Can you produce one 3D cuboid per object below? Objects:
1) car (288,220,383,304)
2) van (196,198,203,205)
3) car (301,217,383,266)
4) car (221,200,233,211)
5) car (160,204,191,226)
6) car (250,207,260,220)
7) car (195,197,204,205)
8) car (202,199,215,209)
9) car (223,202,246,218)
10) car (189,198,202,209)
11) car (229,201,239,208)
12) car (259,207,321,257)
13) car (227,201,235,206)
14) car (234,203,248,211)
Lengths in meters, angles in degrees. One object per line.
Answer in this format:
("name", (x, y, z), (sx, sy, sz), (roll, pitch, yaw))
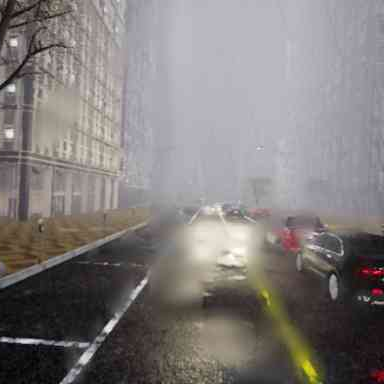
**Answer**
("car", (4.147, 1.793, 8.784), (1.837, 1.490, 4.892), (3, -1, 3))
("van", (1.899, 2.459, 88.014), (1.690, 1.788, 3.998), (2, -1, 3))
("car", (6.319, 1.977, 14.509), (1.752, 1.417, 4.829), (2, -1, 3))
("car", (5.746, 2.455, 53.753), (1.994, 1.385, 4.181), (2, -1, 3))
("car", (-1.445, 1.800, 26.052), (2.008, 1.369, 4.403), (2, -1, 3))
("car", (7.523, 2.315, 36.876), (1.887, 1.381, 4.507), (2, -1, 3))
("car", (2.204, 2.511, 93.647), (2.192, 1.841, 5.009), (2, -1, 3))
("car", (3.333, 2.416, 64.598), (1.837, 1.490, 4.892), (2, -1, 3))
("car", (5.013, 2.251, 39.055), (1.994, 1.385, 4.181), (2, -1, 3))
("car", (0.367, 2.250, 59.679), (1.752, 1.417, 4.829), (2, -1, 3))
("car", (9.647, 2.873, 76.314), (2.008, 1.369, 4.403), (2, -1, 3))
("car", (4.504, 1.726, 14.745), (2.097, 1.767, 4.553), (2, -1, 3))
("car", (10.254, 3.029, 87.582), (2.008, 1.369, 4.403), (2, -1, 3))
("car", (8.737, 2.638, 59.412), (2.008, 1.369, 4.403), (2, -1, 3))
